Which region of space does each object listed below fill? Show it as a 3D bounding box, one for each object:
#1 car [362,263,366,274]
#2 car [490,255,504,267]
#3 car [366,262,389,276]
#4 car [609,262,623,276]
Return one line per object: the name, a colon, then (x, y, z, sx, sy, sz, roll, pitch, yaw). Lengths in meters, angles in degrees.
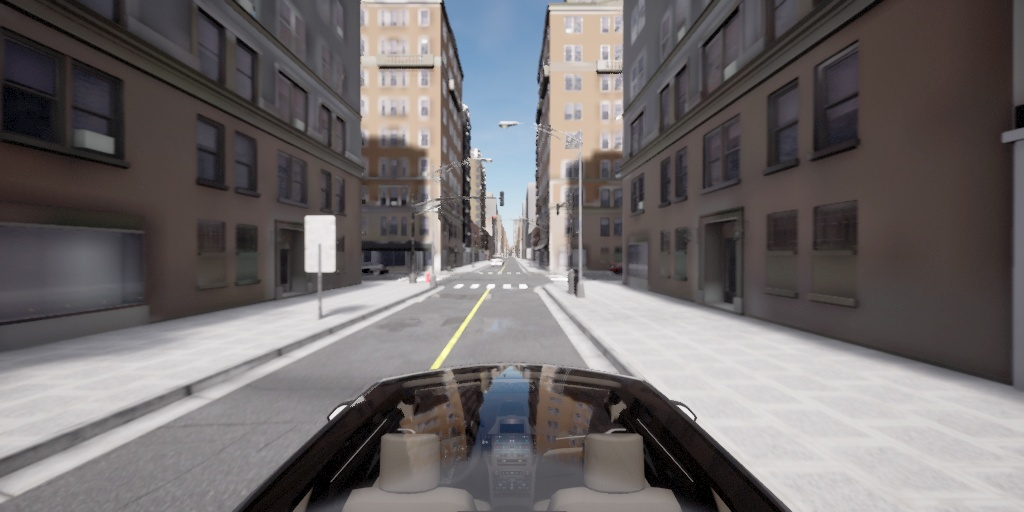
car: (-14.382, 1.272, 27.952, 4.829, 1.417, 1.751, 0, 0, 0)
car: (-2.745, 0.896, 64.066, 2.150, 2.045, 5.566, 0, 2, 0)
car: (-14.530, 1.265, 35.977, 4.313, 1.339, 1.948, 0, 0, 0)
car: (12.352, 0.988, 35.937, 5.009, 1.841, 2.192, 0, 0, 0)
